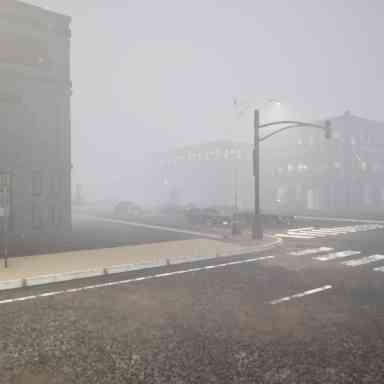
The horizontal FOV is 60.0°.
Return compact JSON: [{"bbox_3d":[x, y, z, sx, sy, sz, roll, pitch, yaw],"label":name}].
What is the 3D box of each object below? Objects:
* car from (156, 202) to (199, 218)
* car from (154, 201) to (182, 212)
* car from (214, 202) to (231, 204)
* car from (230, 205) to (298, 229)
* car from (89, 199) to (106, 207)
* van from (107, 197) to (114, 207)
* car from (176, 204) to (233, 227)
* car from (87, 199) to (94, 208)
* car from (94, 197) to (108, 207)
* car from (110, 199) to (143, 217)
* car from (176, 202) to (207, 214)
[{"bbox_3d":[-1.346,1.912,32.871,1.895,1.301,4.718,-1,0,-36],"label":"car"},{"bbox_3d":[-3.330,1.965,45.594,1.802,1.307,4.206,-2,0,-36],"label":"car"},{"bbox_3d":[3.103,1.809,36.587,2.008,1.369,4.403,-2,0,-36],"label":"car"},{"bbox_3d":[5.117,1.784,23.609,1.895,1.301,4.718,-1,0,-33],"label":"car"},{"bbox_3d":[-19.419,2.227,68.114,1.887,1.381,4.507,-1,0,-36],"label":"car"},{"bbox_3d":[-12.989,1.906,59.106,1.690,1.788,3.998,-1,0,-36],"label":"van"},{"bbox_3d":[1.035,1.814,24.856,1.947,1.339,4.313,-2,0,-36],"label":"car"},{"bbox_3d":[-19.233,2.158,63.414,2.128,1.511,4.902,-1,0,-36],"label":"car"},{"bbox_3d":[-16.207,1.939,63.610,2.192,1.841,5.009,-1,0,-36],"label":"car"},{"bbox_3d":[-6.935,1.846,36.217,1.967,1.590,4.097,-1,0,-36],"label":"car"},{"bbox_3d":[-0.114,1.903,41.091,1.802,1.307,4.206,-2,0,-36],"label":"car"}]
